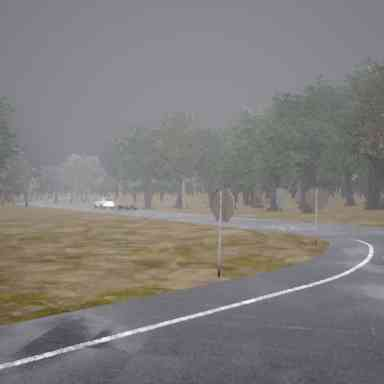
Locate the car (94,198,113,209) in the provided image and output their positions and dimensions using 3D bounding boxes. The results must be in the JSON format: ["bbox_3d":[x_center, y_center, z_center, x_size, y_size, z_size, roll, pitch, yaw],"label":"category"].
[{"bbox_3d":[-15.896,2.045,60.102,2.150,2.045,5.566,2,-2,-34],"label":"car"}]

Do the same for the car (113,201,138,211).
[{"bbox_3d":[-10.194,2.260,51.795,1.895,1.301,4.718,2,-2,-34],"label":"car"}]
